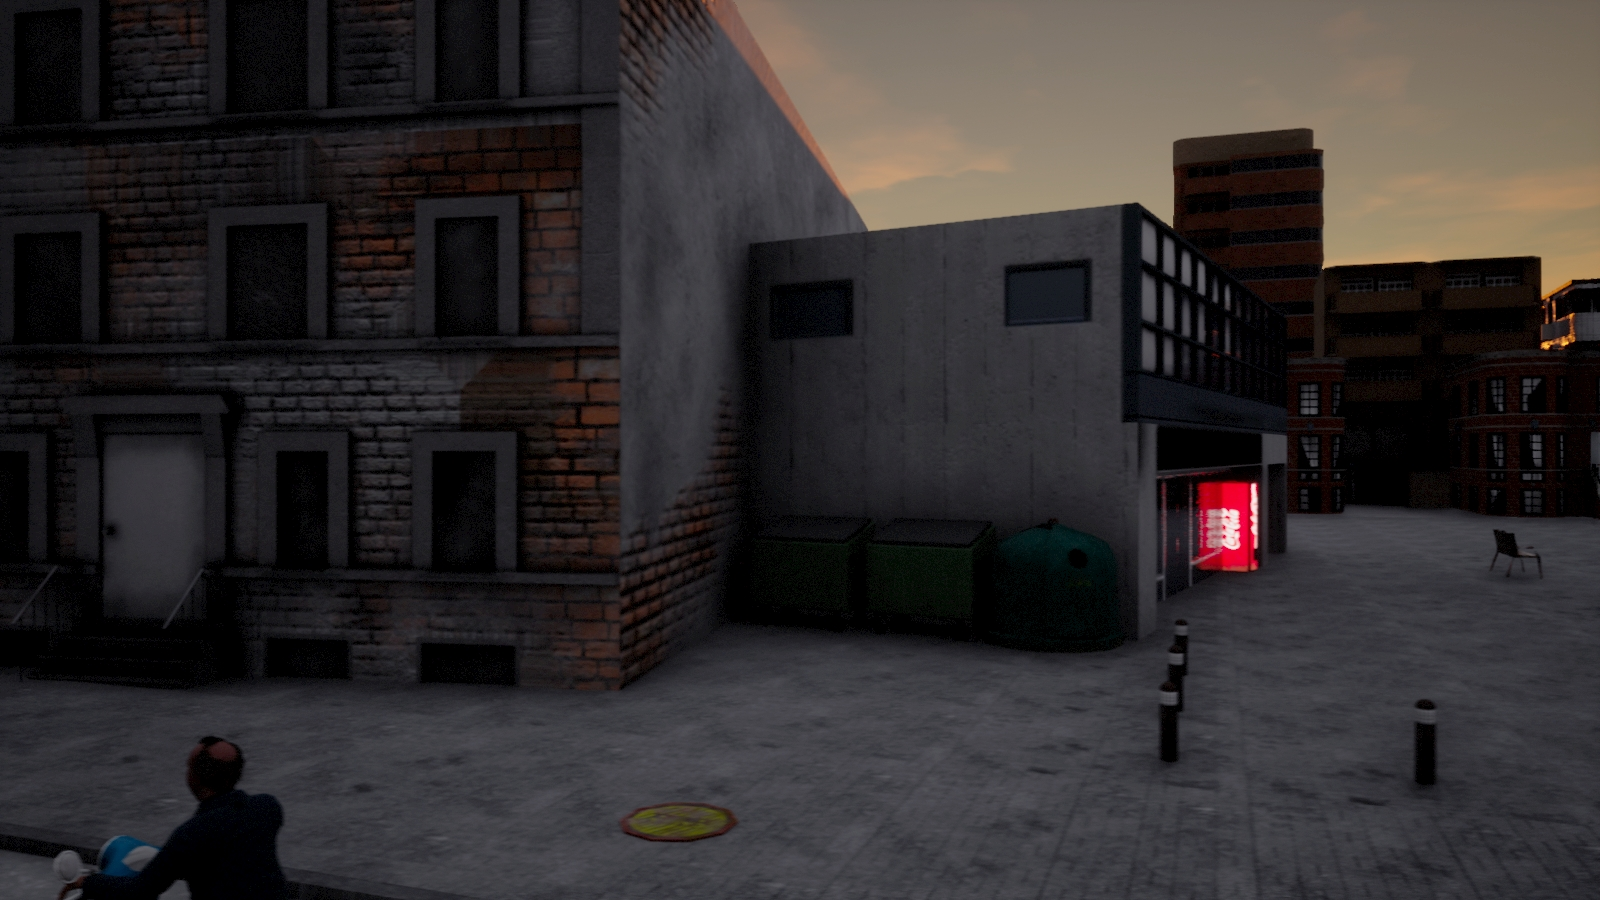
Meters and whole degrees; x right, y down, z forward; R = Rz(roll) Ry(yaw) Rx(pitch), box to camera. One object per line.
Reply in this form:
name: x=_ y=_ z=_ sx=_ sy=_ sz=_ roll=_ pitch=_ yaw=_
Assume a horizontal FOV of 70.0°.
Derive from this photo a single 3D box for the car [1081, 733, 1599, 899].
car: x=3.239 y=1.839 z=2.662 sx=4.892 sy=1.480 sz=2.231 roll=-1 pitch=0 yaw=20
